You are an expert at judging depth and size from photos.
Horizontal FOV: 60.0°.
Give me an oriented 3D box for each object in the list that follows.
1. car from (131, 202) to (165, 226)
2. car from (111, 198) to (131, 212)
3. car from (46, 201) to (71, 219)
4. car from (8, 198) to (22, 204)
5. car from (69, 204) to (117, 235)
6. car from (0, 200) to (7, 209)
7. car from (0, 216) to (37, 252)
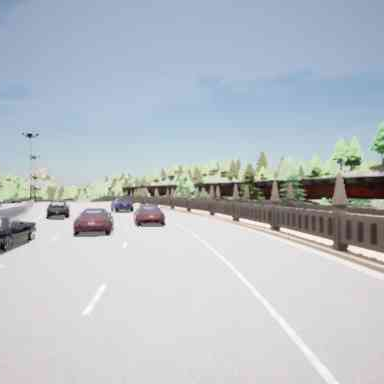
[{"bbox_3d":[-3.168,1.621,24.270,1.994,1.385,4.181,0,0,-13],"label":"car"},{"bbox_3d":[-8.543,1.465,40.382,2.097,1.767,4.553,0,0,-22],"label":"car"},{"bbox_3d":[-12.567,1.620,31.390,2.128,1.511,4.902,0,0,-19],"label":"car"},{"bbox_3d":[-39.113,1.964,74.391,2.033,1.411,5.357,0,0,-24],"label":"car"},{"bbox_3d":[-5.662,1.626,19.446,1.994,1.385,4.181,0,0,-11],"label":"car"},{"bbox_3d":[-23.035,1.786,38.455,1.994,1.385,4.181,0,0,-24],"label":"car"},{"bbox_3d":[-8.183,1.666,14.049,1.895,1.301,4.718,0,0,-9],"label":"car"}]
